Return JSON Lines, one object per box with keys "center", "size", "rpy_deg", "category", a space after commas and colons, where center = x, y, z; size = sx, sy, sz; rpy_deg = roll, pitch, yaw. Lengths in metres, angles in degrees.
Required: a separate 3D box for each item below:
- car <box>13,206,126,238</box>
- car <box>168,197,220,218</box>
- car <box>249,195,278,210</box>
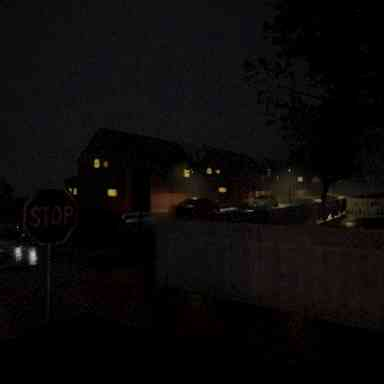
{"center": [-5.715, 1.407, 16.401], "size": [2.033, 1.411, 5.357], "rpy_deg": [2, 2, 35], "category": "car"}
{"center": [0.217, 1.181, 24.797], "size": [1.882, 1.535, 5.008], "rpy_deg": [2, 2, 35], "category": "car"}
{"center": [7.692, 1.034, 35.373], "size": [1.812, 1.442, 4.674], "rpy_deg": [2, 2, 35], "category": "car"}
